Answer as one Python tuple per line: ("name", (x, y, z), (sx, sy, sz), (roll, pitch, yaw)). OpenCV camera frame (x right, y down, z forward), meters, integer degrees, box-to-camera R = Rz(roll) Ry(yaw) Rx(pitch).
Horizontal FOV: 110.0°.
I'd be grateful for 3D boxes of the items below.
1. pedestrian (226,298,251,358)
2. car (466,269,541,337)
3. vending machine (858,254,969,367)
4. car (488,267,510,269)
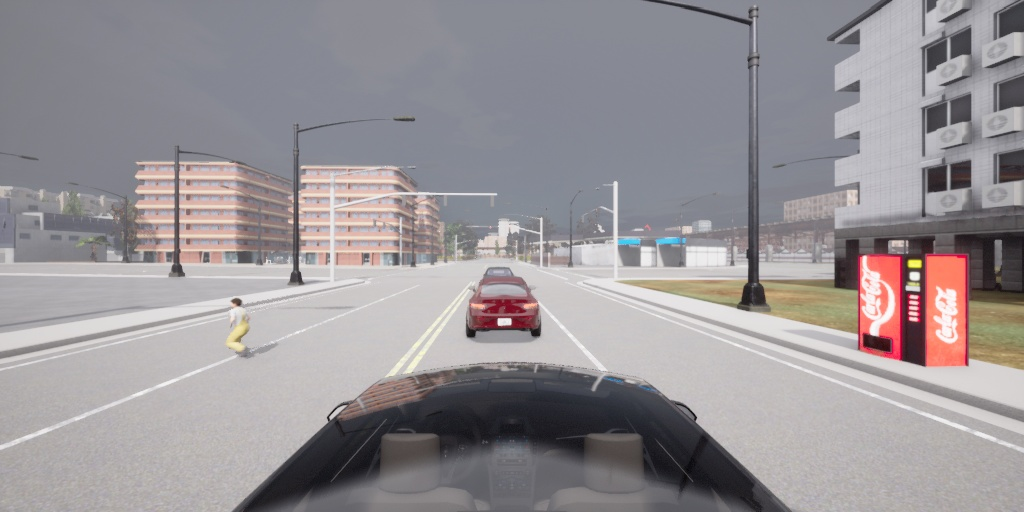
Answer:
("pedestrian", (-5.285, 1.324, 6.947), (0.375, 1.300, 0.375), (0, 0, -3))
("car", (-0.269, 1.275, 10.155), (1.812, 1.442, 4.674), (0, 0, -3))
("vending machine", (7.223, 0.945, 6.523), (1.100, 2.100, 0.880), (0, 0, -3))
("car", (-0.727, 1.297, 19.729), (2.033, 1.411, 5.357), (0, 0, -3))
